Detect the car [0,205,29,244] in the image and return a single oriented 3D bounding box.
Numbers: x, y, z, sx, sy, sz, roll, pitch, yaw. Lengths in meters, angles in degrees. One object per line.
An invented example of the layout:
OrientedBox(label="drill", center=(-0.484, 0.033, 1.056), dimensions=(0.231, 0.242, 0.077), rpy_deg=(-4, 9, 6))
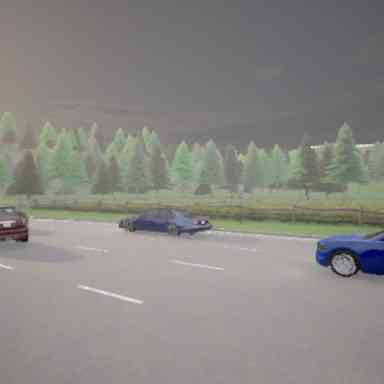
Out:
OrientedBox(label="car", center=(-9.250, 1.351, 14.524), dimensions=(4.553, 1.767, 2.097), rpy_deg=(0, 0, 32))

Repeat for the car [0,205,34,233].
OrientedBox(label="car", center=(-11.938, 1.524, 20.179), dimensions=(4.674, 1.442, 1.812), rpy_deg=(0, 0, 29))

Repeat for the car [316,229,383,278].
OrientedBox(label="car", center=(5.793, 1.477, 8.458), dimensions=(5.008, 1.535, 1.882), rpy_deg=(0, 0, 36))

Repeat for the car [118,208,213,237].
OrientedBox(label="car", center=(-1.536, 1.546, 17.919), dimensions=(5.357, 1.411, 2.033), rpy_deg=(0, 0, 34))
